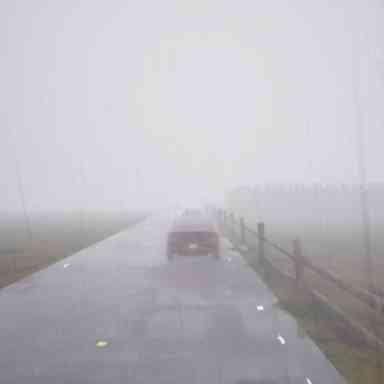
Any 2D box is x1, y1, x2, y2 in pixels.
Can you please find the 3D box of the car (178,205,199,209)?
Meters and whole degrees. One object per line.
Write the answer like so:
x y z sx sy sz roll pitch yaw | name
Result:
0.052 2.012 27.637 1.994 1.385 4.181 0 -1 0 | car

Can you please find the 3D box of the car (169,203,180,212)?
-2.791 2.643 56.933 1.994 1.385 4.181 0 -2 0 | car

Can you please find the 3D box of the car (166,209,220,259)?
0.056 1.678 13.479 1.882 1.535 5.008 0 -1 0 | car
